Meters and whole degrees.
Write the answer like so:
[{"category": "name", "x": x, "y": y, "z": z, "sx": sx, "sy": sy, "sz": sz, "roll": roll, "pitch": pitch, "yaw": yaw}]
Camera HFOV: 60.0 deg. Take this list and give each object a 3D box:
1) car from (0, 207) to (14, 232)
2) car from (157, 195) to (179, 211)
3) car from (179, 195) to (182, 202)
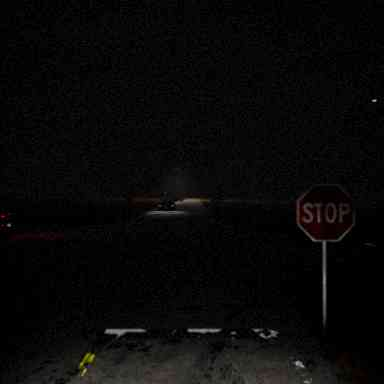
[{"category": "car", "x": -10.292, "y": 1.058, "z": 14.100, "sx": 4.892, "sy": 1.490, "sz": 1.837, "roll": 3, "pitch": 5, "yaw": -7}, {"category": "car", "x": -2.798, "y": 1.398, "z": 37.627, "sx": 1.812, "sy": 1.442, "sz": 4.674, "roll": 0, "pitch": 1, "yaw": 0}, {"category": "car", "x": -2.841, "y": 1.236, "z": 64.229, "sx": 1.812, "sy": 1.442, "sz": 4.674, "roll": 0, "pitch": 0, "yaw": 0}]
